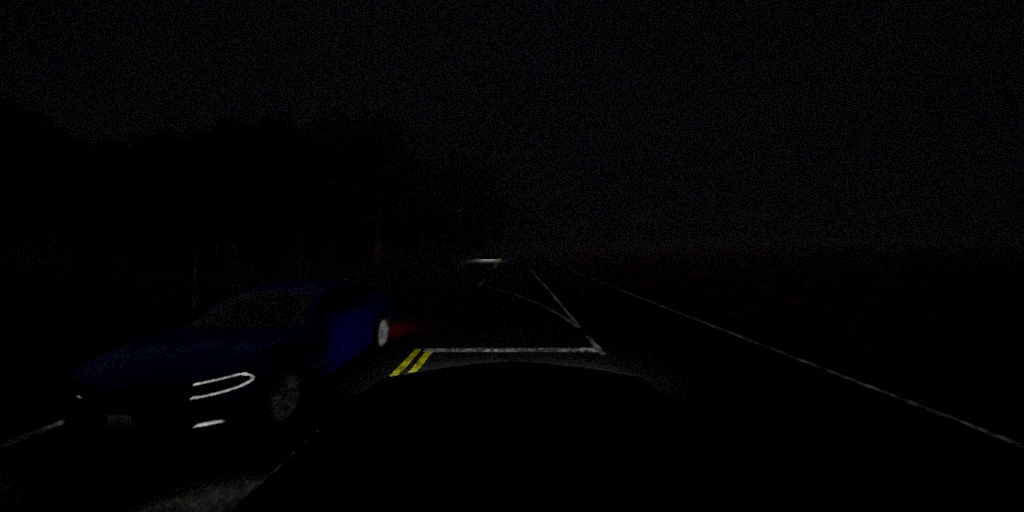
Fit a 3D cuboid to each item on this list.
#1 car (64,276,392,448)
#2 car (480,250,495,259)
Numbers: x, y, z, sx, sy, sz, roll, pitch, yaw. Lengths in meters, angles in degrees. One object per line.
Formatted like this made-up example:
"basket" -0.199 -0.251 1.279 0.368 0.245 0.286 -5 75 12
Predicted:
"car" -3.500 1.145 5.686 1.882 1.535 5.008 0 1 0
"car" -3.583 -0.232 53.665 1.994 1.385 4.181 0 2 0
